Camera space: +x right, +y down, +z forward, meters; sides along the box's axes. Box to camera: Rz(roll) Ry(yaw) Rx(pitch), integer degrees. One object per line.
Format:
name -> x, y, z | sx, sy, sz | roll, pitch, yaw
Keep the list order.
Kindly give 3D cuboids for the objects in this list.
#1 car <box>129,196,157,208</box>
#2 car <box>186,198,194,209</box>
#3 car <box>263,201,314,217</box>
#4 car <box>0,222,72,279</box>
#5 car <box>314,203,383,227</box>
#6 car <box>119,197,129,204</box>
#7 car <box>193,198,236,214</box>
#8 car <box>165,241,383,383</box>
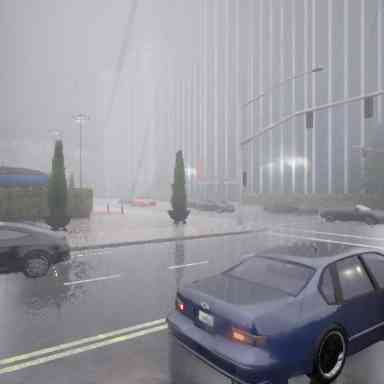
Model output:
car -> -6.904, 1.351, 48.339 | 2.097, 1.767, 4.553 | 0, 0, -36
car -> 0.575, 1.526, 43.971 | 1.812, 1.442, 4.674 | 0, 0, -36
car -> 9.340, 1.547, 31.995 | 2.033, 1.411, 5.357 | 0, 0, -38
car -> -5.582, 1.526, 8.586 | 4.674, 1.442, 1.812 | 0, 0, -35
car -> 11.349, 1.525, 23.245 | 1.812, 1.442, 4.674 | 0, 0, -36
car -> -11.784, 1.564, 61.167 | 1.994, 1.385, 4.181 | 0, 0, -36
car -> 2.579, 1.504, 35.231 | 1.837, 1.490, 4.892 | 0, 0, -36
car -> 2.224, 1.547, 5.389 | 5.357, 1.411, 2.033 | 0, 0, -35
